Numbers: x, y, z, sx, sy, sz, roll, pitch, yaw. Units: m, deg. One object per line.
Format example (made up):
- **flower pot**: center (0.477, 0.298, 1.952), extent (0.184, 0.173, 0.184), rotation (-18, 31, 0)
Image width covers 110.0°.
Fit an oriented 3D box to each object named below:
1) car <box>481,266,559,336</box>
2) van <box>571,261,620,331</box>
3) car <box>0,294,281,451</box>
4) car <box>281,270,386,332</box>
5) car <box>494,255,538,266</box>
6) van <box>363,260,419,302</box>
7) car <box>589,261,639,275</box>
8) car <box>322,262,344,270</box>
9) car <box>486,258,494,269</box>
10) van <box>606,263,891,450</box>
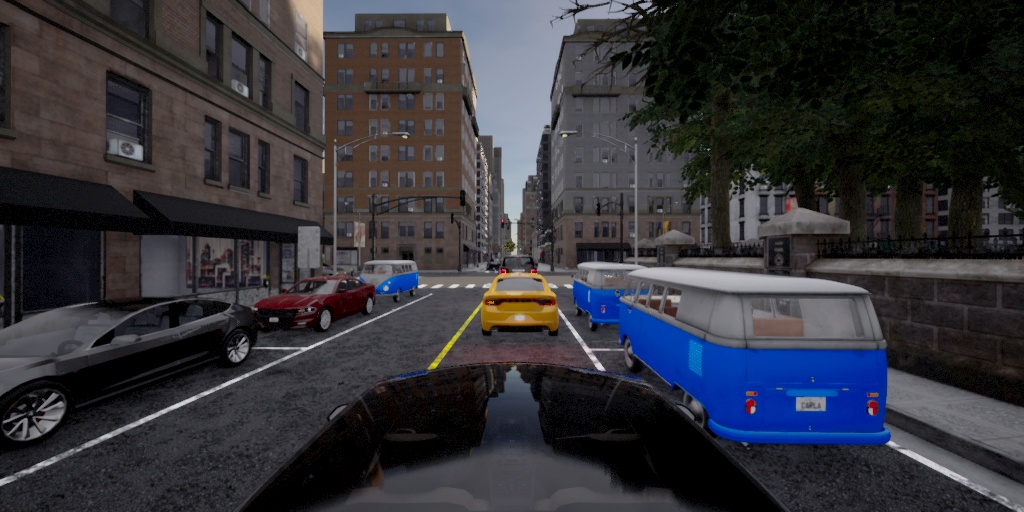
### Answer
- **car**: center (0.226, 1.225, 10.470), extent (1.882, 1.535, 5.008), rotation (0, 0, 1)
- **van**: center (2.830, 1.087, 10.723), extent (1.690, 1.789, 3.998), rotation (0, 0, 1)
- **car**: center (-5.807, 1.315, 5.225), extent (1.948, 1.339, 4.313), rotation (0, 0, 1)
- **car**: center (-5.694, 1.292, 10.884), extent (1.888, 1.381, 4.507), rotation (0, 0, 1)
- **car**: center (0.332, 0.961, 20.426), extent (2.150, 2.045, 5.566), rotation (0, 0, 0)
- **van**: center (-5.580, 1.084, 16.543), extent (1.690, 1.789, 3.998), rotation (0, 0, 1)
- **car**: center (10.867, 1.242, 38.476), extent (4.892, 1.490, 1.837), rotation (0, 0, 1)
- **car**: center (-16.200, 1.274, 28.671), extent (5.357, 1.411, 2.033), rotation (0, 0, 1)
- **car**: center (-2.301, 1.075, 49.676), extent (2.097, 1.767, 4.553), rotation (0, 0, 2)
- **van**: center (2.716, 1.090, 5.066), extent (1.690, 1.789, 3.998), rotation (0, 0, 1)
